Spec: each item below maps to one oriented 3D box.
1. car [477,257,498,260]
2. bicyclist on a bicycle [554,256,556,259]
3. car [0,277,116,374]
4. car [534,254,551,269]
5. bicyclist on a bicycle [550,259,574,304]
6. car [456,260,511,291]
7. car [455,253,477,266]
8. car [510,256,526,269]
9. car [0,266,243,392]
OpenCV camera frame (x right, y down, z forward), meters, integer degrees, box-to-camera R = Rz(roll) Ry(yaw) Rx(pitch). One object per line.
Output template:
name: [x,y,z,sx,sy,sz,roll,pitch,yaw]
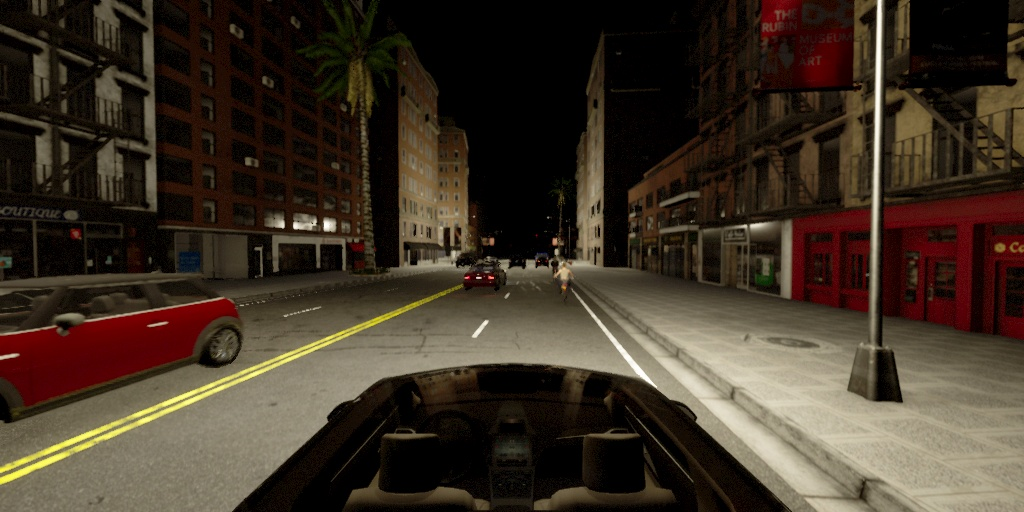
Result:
car: [-2.733,0.866,46.422,2.128,1.511,4.902,0,0,5]
bicyclist on a bicycle: [2.995,0.906,25.024,0.659,1.776,1.843,0,1,5]
car: [-9.438,1.217,5.170,1.837,1.490,4.892,0,1,5]
car: [4.046,0.872,47.855,1.837,1.490,4.892,0,0,5]
bicyclist on a bicycle: [2.090,1.064,14.386,0.866,1.612,1.509,0,1,5]
car: [-1.442,1.120,20.469,2.033,1.411,5.357,0,1,5]
car: [-5.912,0.589,47.431,2.150,2.045,5.566,0,0,5]
car: [0.795,0.721,47.365,2.097,1.767,4.553,0,0,5]
car: [-6.209,1.069,4.785,2.097,1.767,4.553,0,1,5]
